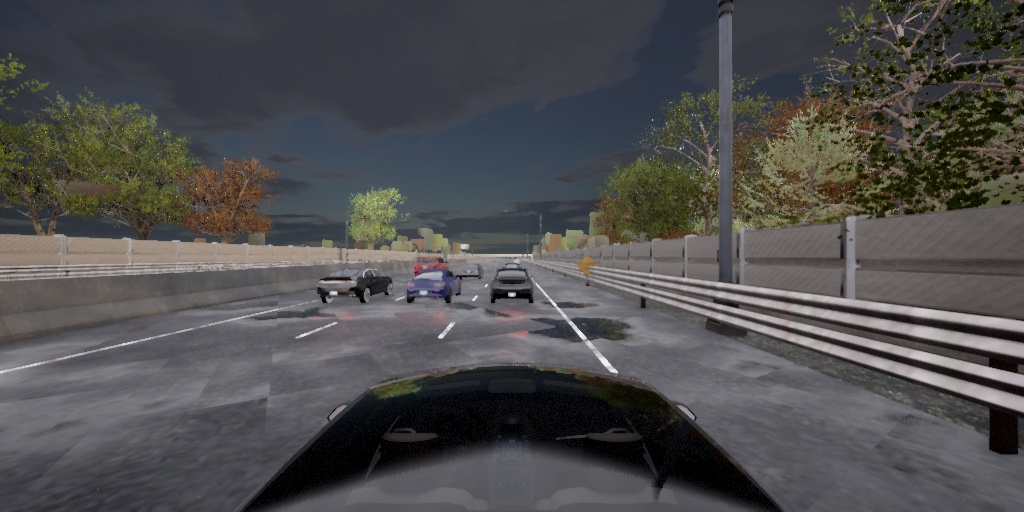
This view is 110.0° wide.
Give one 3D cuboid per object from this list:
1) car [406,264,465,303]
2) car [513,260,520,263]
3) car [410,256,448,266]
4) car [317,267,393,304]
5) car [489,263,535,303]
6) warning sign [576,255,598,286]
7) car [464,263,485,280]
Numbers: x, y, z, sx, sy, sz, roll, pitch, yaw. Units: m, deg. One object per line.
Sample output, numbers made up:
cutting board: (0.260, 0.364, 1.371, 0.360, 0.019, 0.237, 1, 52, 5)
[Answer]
car: (-3.500, 1.286, 16.500, 1.812, 1.442, 4.674, 0, 0, 0)
car: (0.000, 1.300, 31.500, 1.812, 1.442, 4.674, 0, 0, 0)
car: (-7.000, 1.025, 31.531, 2.150, 2.045, 5.566, 0, 0, 0)
car: (-7.000, 1.249, 16.500, 2.128, 1.511, 4.902, 0, 0, 0)
car: (0.000, 1.270, 16.500, 1.837, 1.490, 4.892, 0, 0, 0)
warning sign: (4.550, 0.871, 21.754, 1.300, 1.860, 1.060, 0, 0, 0)
car: (-3.500, 1.330, 31.501, 2.033, 1.411, 5.357, 0, 0, 0)
